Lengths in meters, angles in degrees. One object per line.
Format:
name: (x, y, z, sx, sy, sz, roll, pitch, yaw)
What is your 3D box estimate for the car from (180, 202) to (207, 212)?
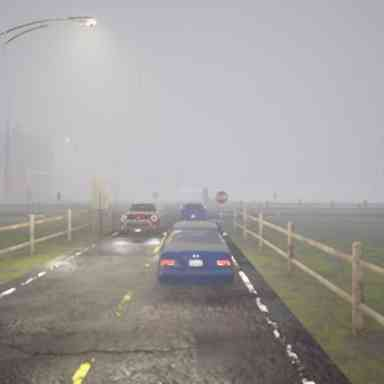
car: (0.094, 1.484, 24.902, 1.882, 1.535, 5.008, 0, 0, 0)

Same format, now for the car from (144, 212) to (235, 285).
car: (0.095, 1.550, 9.533, 2.033, 1.411, 5.357, 0, 0, 0)

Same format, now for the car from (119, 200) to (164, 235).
car: (-2.754, 1.367, 19.132, 2.097, 1.767, 4.553, 0, 0, 0)
